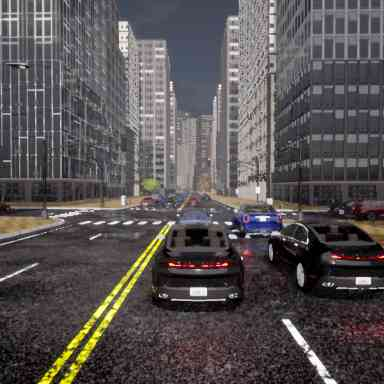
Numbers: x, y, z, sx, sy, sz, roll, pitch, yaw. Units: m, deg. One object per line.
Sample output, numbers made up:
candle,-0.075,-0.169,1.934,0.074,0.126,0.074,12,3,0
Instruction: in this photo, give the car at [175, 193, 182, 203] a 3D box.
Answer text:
car,-3.176,1.460,57.625,1.837,1.490,4.892,0,0,0

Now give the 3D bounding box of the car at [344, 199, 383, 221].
car,16.279,1.520,28.521,5.009,1.841,2.192,1,0,1

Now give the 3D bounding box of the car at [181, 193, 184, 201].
car,-3.089,1.469,67.446,1.812,1.442,4.674,0,0,1

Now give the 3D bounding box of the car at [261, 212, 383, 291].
car,3.375,1.500,8.961,1.837,1.490,4.892,0,0,0

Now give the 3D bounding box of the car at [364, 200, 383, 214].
car,21.910,1.643,36.792,4.829,1.417,1.752,1,0,1

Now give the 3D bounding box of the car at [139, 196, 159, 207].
car,-6.454,1.491,49.059,1.812,1.442,4.674,0,0,2

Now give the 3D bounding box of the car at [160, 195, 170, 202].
car,-6.287,1.453,77.938,1.812,1.442,4.674,0,0,0

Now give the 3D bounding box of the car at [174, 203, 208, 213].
car,0.149,1.538,17.810,2.033,1.411,5.357,0,0,0

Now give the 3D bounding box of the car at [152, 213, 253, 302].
car,0.120,1.501,8.255,1.837,1.490,4.892,0,0,0

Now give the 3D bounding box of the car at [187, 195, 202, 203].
car,0.221,1.490,49.720,1.812,1.442,4.674,0,0,1

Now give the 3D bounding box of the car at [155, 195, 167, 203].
car,-6.333,1.420,67.668,1.882,1.535,5.008,0,0,0

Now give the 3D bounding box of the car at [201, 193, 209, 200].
car,3.496,1.098,89.732,2.097,1.767,4.553,0,0,0

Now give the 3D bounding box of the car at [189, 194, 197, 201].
car,0.233,1.396,84.773,1.882,1.535,5.008,0,0,0

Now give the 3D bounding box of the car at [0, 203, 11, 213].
car,-20.027,1.315,31.809,5.008,1.535,1.882,1,1,1

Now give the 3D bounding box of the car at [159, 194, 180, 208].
car,-3.208,1.471,48.286,1.837,1.490,4.892,0,0,0

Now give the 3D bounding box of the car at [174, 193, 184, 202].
car,-3.037,1.154,77.898,2.150,2.045,5.566,0,0,0

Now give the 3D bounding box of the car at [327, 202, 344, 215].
car,16.521,1.618,34.301,4.892,1.490,1.837,1,1,1

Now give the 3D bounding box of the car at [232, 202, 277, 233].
car,3.398,1.342,18.044,2.097,1.767,4.553,0,0,0

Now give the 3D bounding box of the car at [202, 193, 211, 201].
car,3.468,1.396,79.344,1.882,1.535,5.008,0,0,0
